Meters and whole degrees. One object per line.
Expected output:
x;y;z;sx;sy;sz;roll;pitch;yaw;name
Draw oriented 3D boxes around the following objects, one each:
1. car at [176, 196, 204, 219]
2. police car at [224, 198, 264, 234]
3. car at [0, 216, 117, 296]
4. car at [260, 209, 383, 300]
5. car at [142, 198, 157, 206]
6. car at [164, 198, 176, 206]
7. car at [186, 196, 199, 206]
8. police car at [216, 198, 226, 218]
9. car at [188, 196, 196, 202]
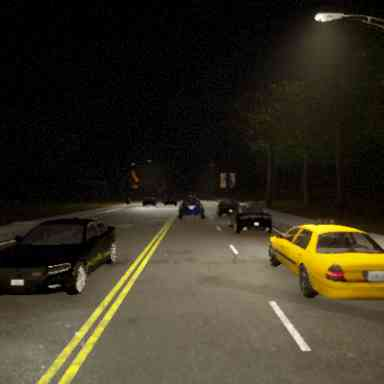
-0.025;1.312;29.012;2.097;1.767;4.553;0;0;0;car
3.246;1.398;19.315;1.930;1.638;5.238;0;0;0;police car
-3.353;1.464;8.881;1.882;1.535;5.008;0;0;0;car
3.248;1.443;8.393;1.801;1.575;5.366;0;0;0;car
-6.511;1.531;51.499;1.895;1.301;4.718;0;0;0;car
-3.259;1.583;51.808;1.895;1.301;4.718;0;0;0;car
0.084;1.473;54.642;2.033;1.411;5.357;0;0;0;car
3.245;1.384;30.317;1.930;1.638;5.238;0;0;0;police car
-0.013;1.486;74.187;1.895;1.301;4.718;0;0;0;car
